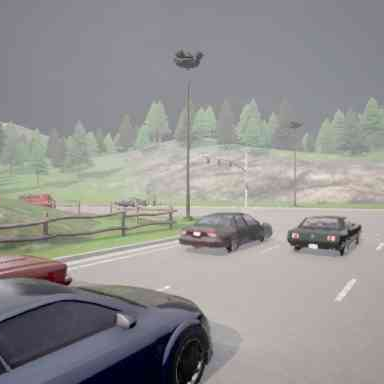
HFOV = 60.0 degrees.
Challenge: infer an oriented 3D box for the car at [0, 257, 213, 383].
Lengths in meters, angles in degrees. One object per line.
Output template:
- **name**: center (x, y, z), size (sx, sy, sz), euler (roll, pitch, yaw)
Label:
- **car**: center (-1.544, 1.564, 3.230), size (1.994, 1.385, 4.181), euler (0, 0, 35)

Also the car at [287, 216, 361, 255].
- **car**: center (5.496, 1.601, 13.392), size (1.895, 1.301, 4.718), euler (0, 0, 35)

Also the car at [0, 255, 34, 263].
- **car**: center (-4.388, 1.601, 5.263), size (1.895, 1.301, 4.718), euler (0, 0, 35)

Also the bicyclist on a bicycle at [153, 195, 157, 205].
- **bicyclist on a bicycle**: center (-5.785, 1.302, 51.925), size (0.582, 1.620, 1.656), euler (0, 0, 14)

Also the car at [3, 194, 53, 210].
- **car**: center (-19.288, 1.223, 39.313), size (5.566, 2.045, 2.150), euler (0, 0, 3)

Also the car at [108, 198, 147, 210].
- **car**: center (-7.924, 1.491, 41.059), size (4.902, 1.511, 2.128), euler (0, 0, 14)

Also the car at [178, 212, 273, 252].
- **car**: center (1.617, 1.548, 13.955), size (2.033, 1.411, 5.357), euler (0, 0, 35)
